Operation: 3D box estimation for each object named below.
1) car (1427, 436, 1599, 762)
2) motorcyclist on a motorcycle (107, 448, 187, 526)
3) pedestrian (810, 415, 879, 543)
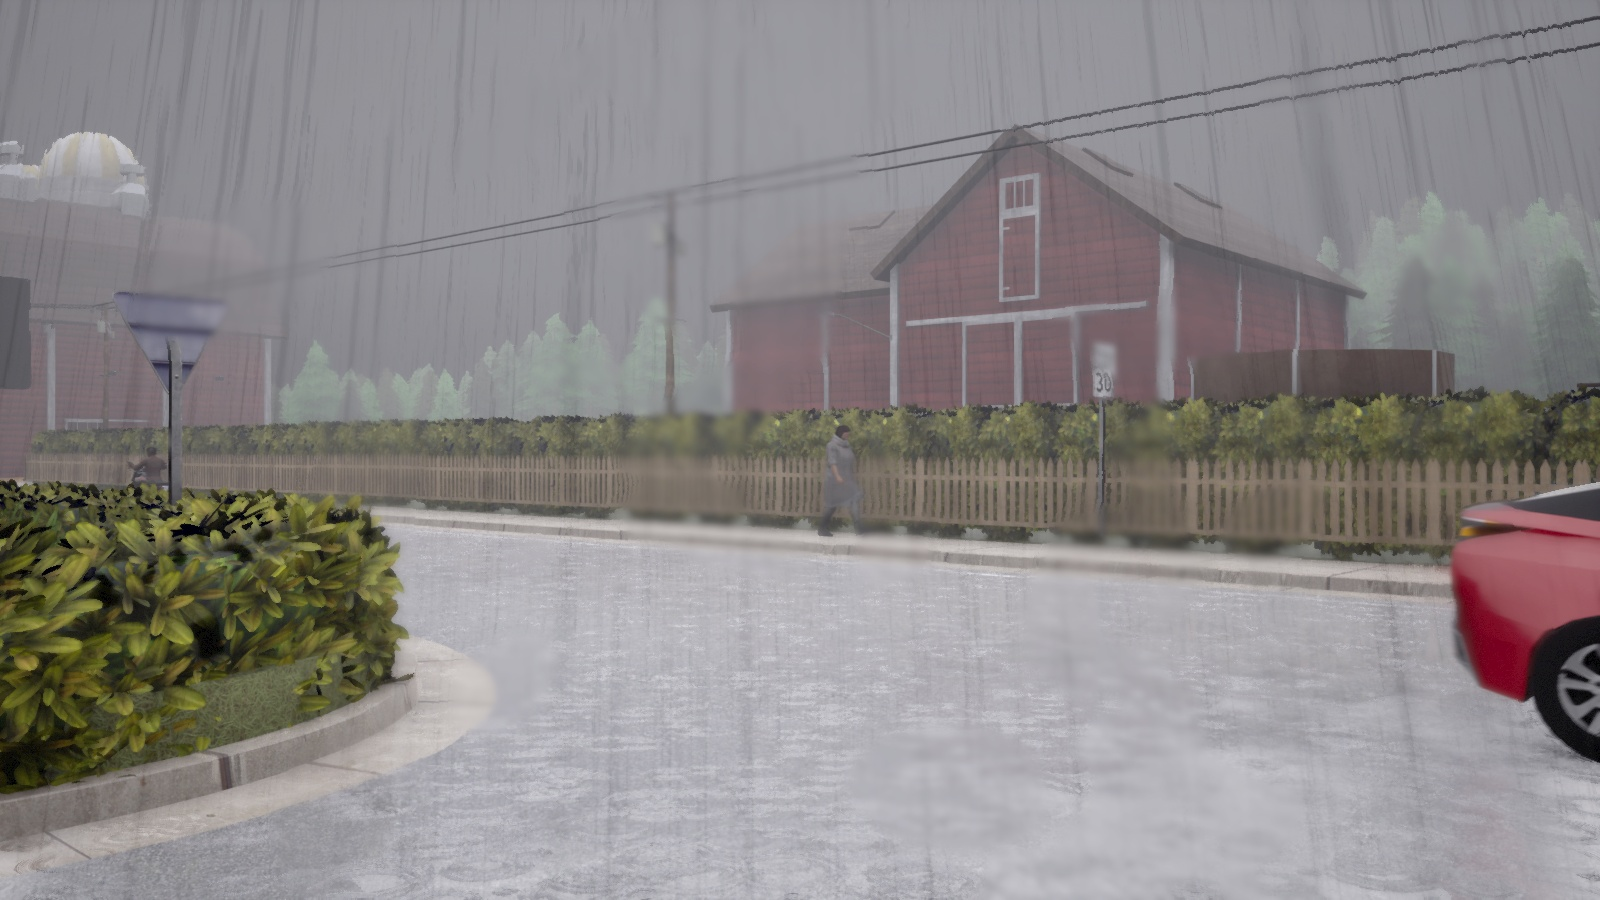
[{"bbox_3d":[5.545,0.694,5.650,4.514,1.525,2.007,0,0,41],"label":"car"},{"bbox_3d":[-14.406,0.793,27.682,2.350,1.649,0.766,0,0,41],"label":"motorcyclist on a motorcycle"},{"bbox_3d":[0.697,0.447,19.735,0.873,1.952,0.659,0,0,43],"label":"pedestrian"}]
